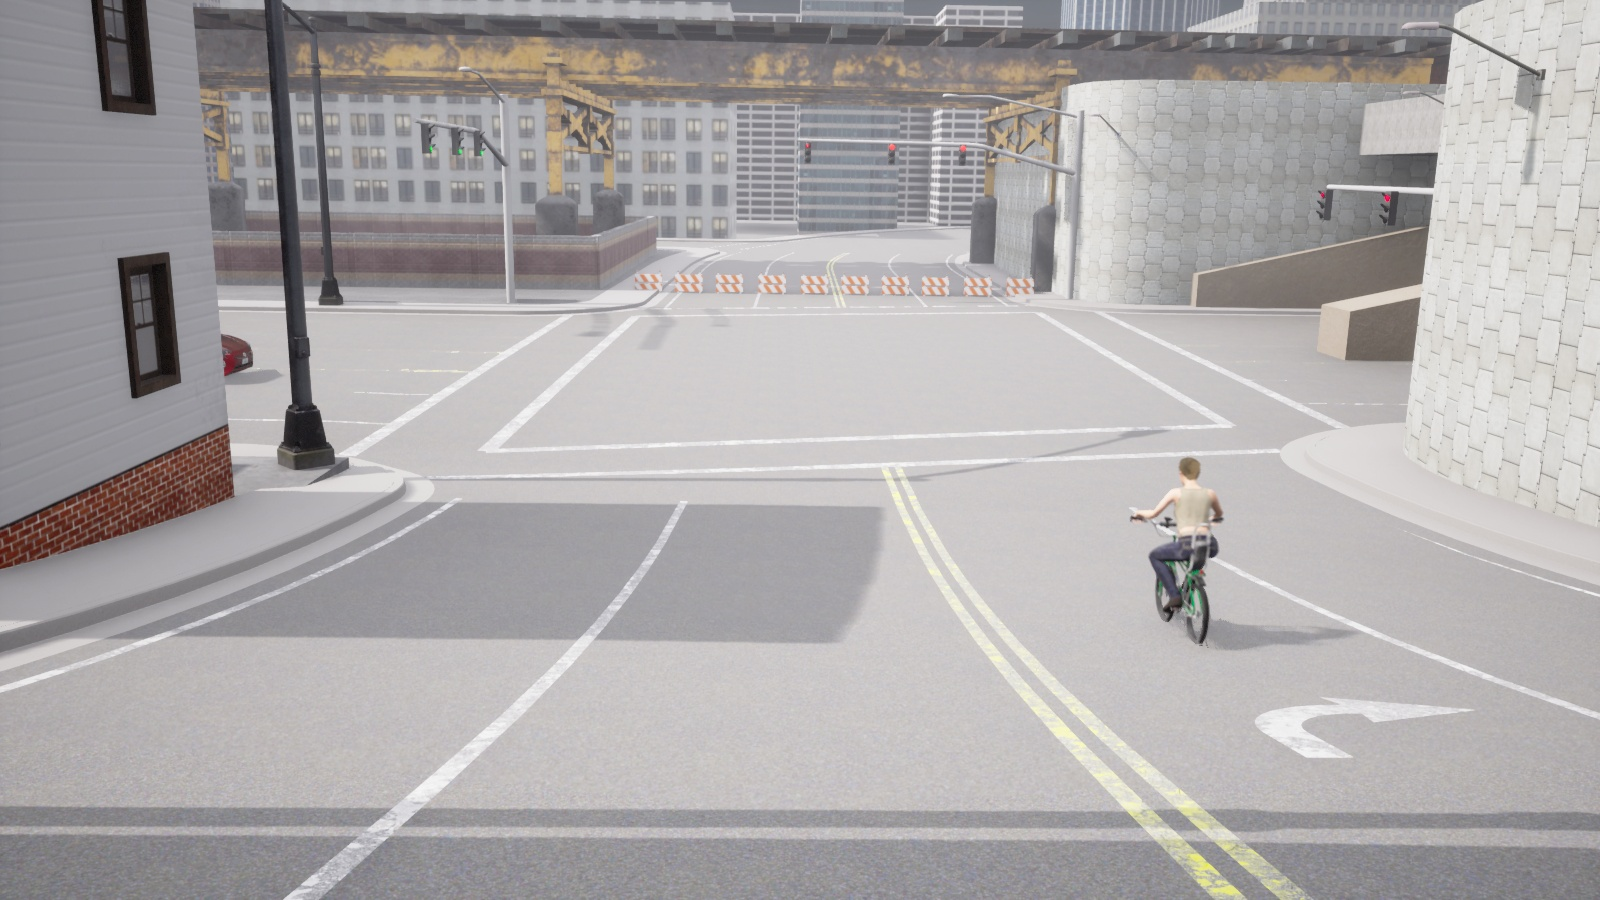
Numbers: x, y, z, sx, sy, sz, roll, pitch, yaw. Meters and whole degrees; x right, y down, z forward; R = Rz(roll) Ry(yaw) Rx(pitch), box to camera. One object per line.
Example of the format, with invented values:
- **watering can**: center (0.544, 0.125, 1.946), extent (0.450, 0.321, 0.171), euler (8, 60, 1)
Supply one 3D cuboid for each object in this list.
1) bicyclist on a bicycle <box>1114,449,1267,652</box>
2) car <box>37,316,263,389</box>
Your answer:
- **bicyclist on a bicycle**: center (3.469, 0.845, 11.307), extent (0.866, 1.612, 1.509), euler (0, 4, 0)
- **car**: center (-16.274, -2.487, 31.652), extent (4.514, 1.525, 2.007), euler (0, 12, 0)
